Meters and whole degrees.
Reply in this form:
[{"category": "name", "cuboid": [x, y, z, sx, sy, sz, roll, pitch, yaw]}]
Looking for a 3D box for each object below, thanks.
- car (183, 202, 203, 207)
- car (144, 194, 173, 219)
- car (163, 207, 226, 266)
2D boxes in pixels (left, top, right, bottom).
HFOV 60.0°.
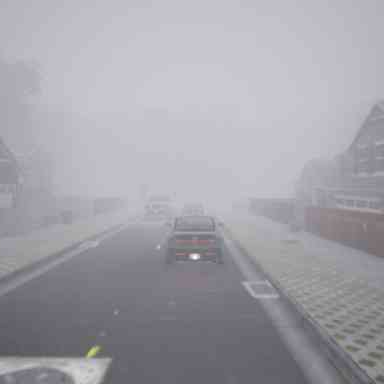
[{"category": "car", "cuboid": [0.108, 1.573, 30.921, 1.895, 1.301, 4.718, 0, 0, 0]}, {"category": "car", "cuboid": [-2.835, 1.196, 29.355, 2.150, 2.045, 5.566, 0, 0, 0]}, {"category": "car", "cuboid": [0.091, 1.499, 11.552, 1.837, 1.490, 4.892, 0, 1, 0]}]
